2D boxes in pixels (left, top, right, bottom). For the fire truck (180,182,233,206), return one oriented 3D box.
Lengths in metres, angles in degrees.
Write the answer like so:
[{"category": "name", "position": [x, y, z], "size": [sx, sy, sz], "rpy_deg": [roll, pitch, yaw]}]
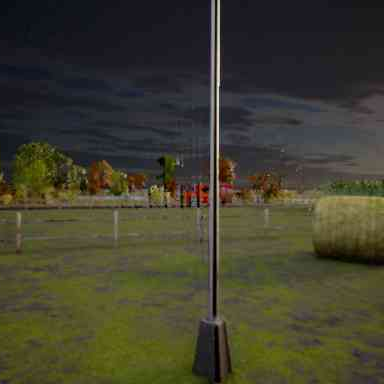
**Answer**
[{"category": "fire truck", "position": [2.355, 0.297, 54.245], "size": [8.468, 3.827, 2.891], "rpy_deg": [1, 0, -24]}]
